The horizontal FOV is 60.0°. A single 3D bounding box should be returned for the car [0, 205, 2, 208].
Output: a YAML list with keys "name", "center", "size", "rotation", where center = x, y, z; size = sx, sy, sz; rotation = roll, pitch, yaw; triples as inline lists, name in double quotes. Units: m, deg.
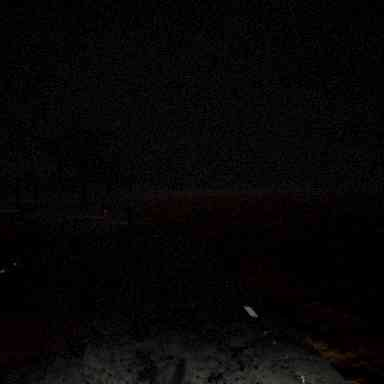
- name: "car"
  center: [-38.370, 2.678, 64.015]
  size: [1.895, 1.301, 4.718]
  rotation: [1, -2, -45]

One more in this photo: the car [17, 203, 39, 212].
- name: "car"
  center: [-25.229, 2.352, 50.971]
  size: [1.895, 1.301, 4.718]
  rotation: [1, -2, -45]

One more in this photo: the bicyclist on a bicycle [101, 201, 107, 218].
- name: "bicyclist on a bicycle"
  center: [-8.716, 1.722, 32.828]
  size: [0.659, 1.776, 1.843]
  rotation: [0, -1, -27]

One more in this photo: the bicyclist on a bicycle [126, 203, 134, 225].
- name: "bicyclist on a bicycle"
  center: [-4.583, 1.650, 24.703]
  size: [0.582, 1.620, 1.656]
  rotation: [0, -1, -20]
